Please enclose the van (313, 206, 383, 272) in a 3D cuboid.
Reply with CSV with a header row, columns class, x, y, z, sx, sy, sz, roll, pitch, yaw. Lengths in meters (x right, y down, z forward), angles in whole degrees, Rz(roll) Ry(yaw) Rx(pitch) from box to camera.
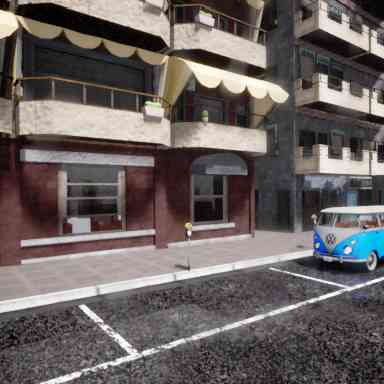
class,x,y,z,sx,sy,sz,roll,pitch,yaw
van,5.493,1.341,10.486,3.998,1.788,1.690,0,0,-35
